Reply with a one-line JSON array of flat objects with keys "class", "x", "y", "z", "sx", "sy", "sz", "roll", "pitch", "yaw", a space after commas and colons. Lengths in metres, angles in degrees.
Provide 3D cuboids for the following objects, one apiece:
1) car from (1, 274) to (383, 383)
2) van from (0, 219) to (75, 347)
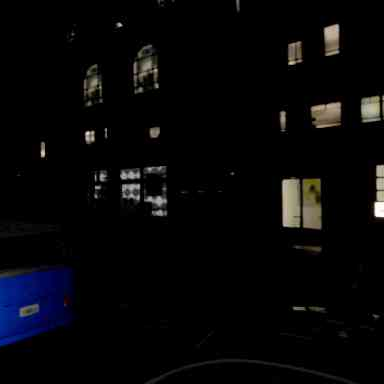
[{"class": "car", "x": 0.801, "y": 1.550, "z": 2.317, "sx": 4.403, "sy": 1.369, "sz": 2.008, "roll": 0, "pitch": -1, "yaw": 35}, {"class": "van", "x": -3.659, "y": 1.331, "z": 5.497, "sx": 3.998, "sy": 1.788, "sz": 1.690, "roll": 0, "pitch": -1, "yaw": 35}]
